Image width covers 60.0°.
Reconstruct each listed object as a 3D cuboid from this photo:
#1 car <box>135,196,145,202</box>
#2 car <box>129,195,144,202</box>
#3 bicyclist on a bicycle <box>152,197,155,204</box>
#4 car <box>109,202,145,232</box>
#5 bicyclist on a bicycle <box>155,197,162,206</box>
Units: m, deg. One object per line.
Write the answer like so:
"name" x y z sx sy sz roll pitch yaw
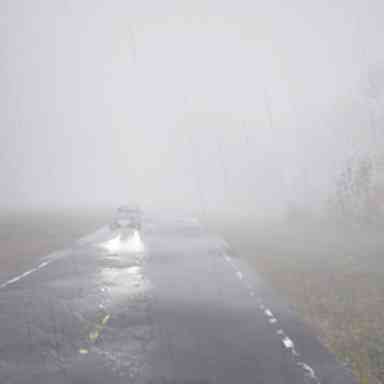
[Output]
"car" -13.683 1.865 86.921 1.837 1.490 4.892 0 0 -19
"car" -10.138 1.641 62.271 2.097 1.767 4.553 0 0 -12
"bicyclist on a bicycle" -7.880 1.747 69.492 0.866 1.612 1.509 0 0 -14
"car" -3.999 1.599 21.057 2.128 1.511 4.902 0 0 -4
"bicyclist on a bicycle" -5.810 1.711 60.659 0.866 1.612 1.509 0 0 -12
